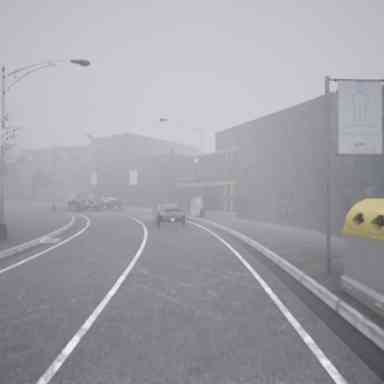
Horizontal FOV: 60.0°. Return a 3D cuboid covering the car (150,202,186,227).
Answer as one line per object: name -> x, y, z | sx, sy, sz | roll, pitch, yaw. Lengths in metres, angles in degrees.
car -> -1.650, 1.417, 22.207 | 2.128, 1.511, 4.902 | 0, 0, -12

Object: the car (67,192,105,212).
car -> -11.872, 1.035, 36.133 | 2.150, 2.045, 5.566 | 1, 0, -37

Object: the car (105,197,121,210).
car -> -10.123, 1.340, 39.802 | 1.837, 1.490, 4.892 | 1, 0, -38
